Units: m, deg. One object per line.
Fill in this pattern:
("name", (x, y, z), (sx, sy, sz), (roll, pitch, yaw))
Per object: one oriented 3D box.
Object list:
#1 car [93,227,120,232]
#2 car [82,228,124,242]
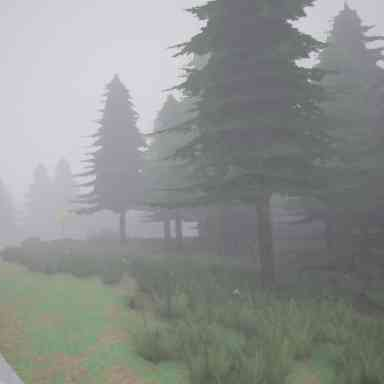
("car", (-9.161, 4.558, 36.124), (2.128, 1.511, 4.902), (-5, -9, 22))
("car", (-10.728, 5.177, 40.350), (1.882, 1.535, 5.008), (-6, -9, 31))
